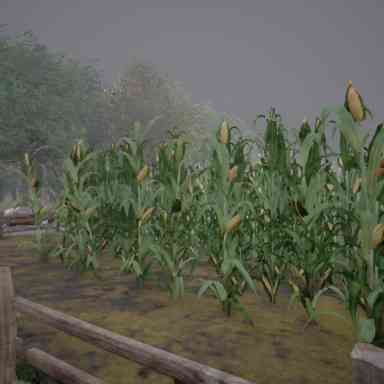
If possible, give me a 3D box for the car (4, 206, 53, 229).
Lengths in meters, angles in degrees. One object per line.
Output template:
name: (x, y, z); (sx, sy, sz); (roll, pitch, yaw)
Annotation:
car: (-12.559, 1.811, 24.011); (1.882, 1.535, 5.008); (0, -1, 34)
